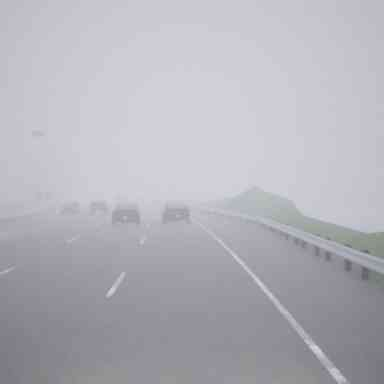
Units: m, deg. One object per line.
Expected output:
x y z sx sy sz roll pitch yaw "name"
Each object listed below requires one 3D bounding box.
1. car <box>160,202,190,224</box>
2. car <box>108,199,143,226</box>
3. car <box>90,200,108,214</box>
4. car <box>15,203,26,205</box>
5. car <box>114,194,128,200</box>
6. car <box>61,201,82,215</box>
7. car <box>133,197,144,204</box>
-1.341 1.497 25.257 1.882 1.535 5.008 0 0 -8 "car"
-4.770 1.541 24.509 1.882 1.535 5.008 0 0 -8 "car"
-10.311 1.640 37.106 1.837 1.490 4.892 0 0 -12 "car"
-33.357 1.955 65.416 1.812 1.442 4.674 -1 0 -21 "car"
-13.386 1.398 62.814 2.150 2.045 5.566 0 0 -20 "car"
-13.493 1.724 37.279 2.033 1.411 5.357 -1 0 -14 "car"
-10.518 1.630 64.680 2.128 1.511 4.902 0 0 -20 "car"
